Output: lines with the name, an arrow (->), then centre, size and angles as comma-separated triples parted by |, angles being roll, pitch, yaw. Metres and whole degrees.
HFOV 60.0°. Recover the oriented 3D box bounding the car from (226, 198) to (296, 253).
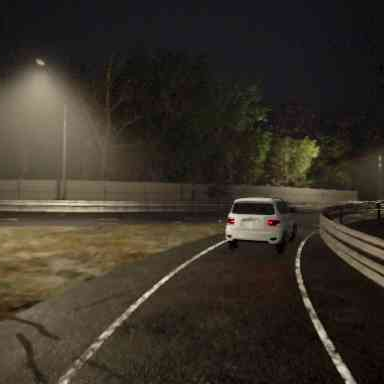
car -> 3.147, 1.270, 14.415 | 2.150, 2.045, 5.566 | 1, 0, 23
